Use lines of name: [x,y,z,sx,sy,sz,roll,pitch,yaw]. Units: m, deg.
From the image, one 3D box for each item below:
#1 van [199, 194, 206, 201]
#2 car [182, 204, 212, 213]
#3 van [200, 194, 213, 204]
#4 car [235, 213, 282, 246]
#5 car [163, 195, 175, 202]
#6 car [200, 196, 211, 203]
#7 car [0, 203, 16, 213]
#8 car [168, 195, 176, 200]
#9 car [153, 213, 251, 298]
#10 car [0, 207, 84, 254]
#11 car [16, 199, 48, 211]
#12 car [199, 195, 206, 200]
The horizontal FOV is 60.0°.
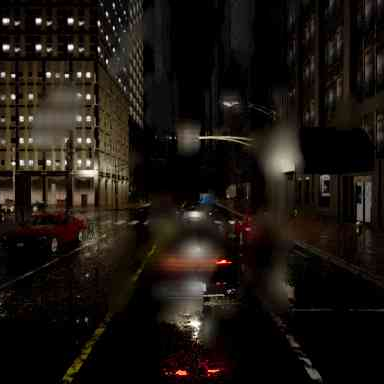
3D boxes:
van: [2.809,1.313,86.947,1.690,1.788,3.998,0,0,0]
car: [0.125,1.562,17.394,1.994,1.385,4.181,0,0,0]
van: [2.768,1.329,58.464,1.690,1.788,3.998,0,0,0]
car: [2.835,1.580,14.871,1.802,1.307,4.206,0,0,0]
car: [-5.587,1.524,75.566,1.887,1.381,4.507,0,0,0]
car: [2.785,1.534,69.857,2.008,1.369,4.403,0,0,0]
car: [-18.568,1.308,28.864,5.009,1.841,2.192,0,0,1]
car: [-5.563,1.534,92.657,1.947,1.339,4.313,0,0,0]
car: [0.111,1.504,8.518,1.837,1.490,4.892,0,0,0]
car: [-5.806,1.543,13.507,1.887,1.381,4.507,0,0,0]
car: [-18.469,1.499,37.246,4.403,1.369,2.008,0,0,1]
car: [2.818,1.550,92.644,1.802,1.307,4.206,0,0,0]
